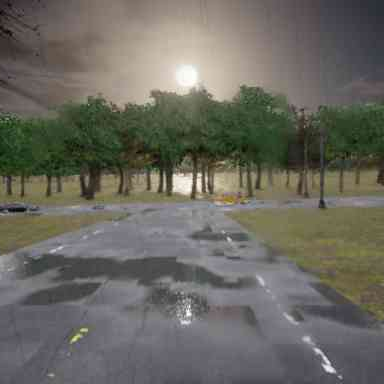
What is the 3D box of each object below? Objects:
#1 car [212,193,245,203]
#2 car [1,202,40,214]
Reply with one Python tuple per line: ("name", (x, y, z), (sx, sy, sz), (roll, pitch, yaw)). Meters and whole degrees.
("car", (5.663, 0.953, 51.592), (5.008, 1.535, 1.882), (-2, 3, 0))
("car", (-22.860, 2.102, 44.404), (4.892, 1.490, 1.837), (-1, 3, 0))
